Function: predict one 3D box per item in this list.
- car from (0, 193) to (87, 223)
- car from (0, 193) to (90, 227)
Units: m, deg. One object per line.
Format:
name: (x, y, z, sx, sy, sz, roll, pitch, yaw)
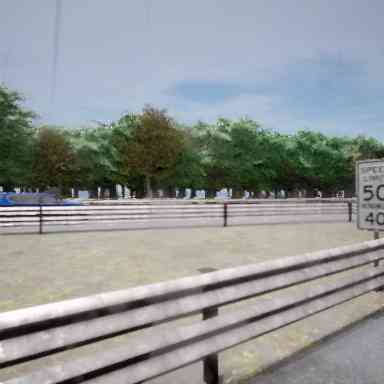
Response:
car: (-10.693, 1.085, 24.290, 5.566, 2.045, 2.150, 0, 0, -23)
car: (-9.349, 1.078, 21.058, 5.566, 2.045, 2.150, 0, 0, -23)
